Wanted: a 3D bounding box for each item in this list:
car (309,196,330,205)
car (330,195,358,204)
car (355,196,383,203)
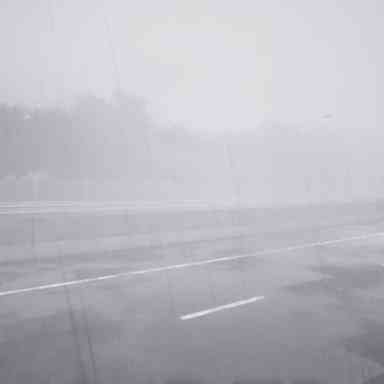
[{"bbox_3d":[16.194,1.232,40.569,4.181,1.385,1.994,-1,1,-34],"label":"car"},{"bbox_3d":[18.432,1.157,37.856,4.902,1.511,2.128,-1,1,-33],"label":"car"},{"bbox_3d":[19.196,1.290,34.172,4.718,1.301,1.895,-1,1,-34],"label":"car"}]
